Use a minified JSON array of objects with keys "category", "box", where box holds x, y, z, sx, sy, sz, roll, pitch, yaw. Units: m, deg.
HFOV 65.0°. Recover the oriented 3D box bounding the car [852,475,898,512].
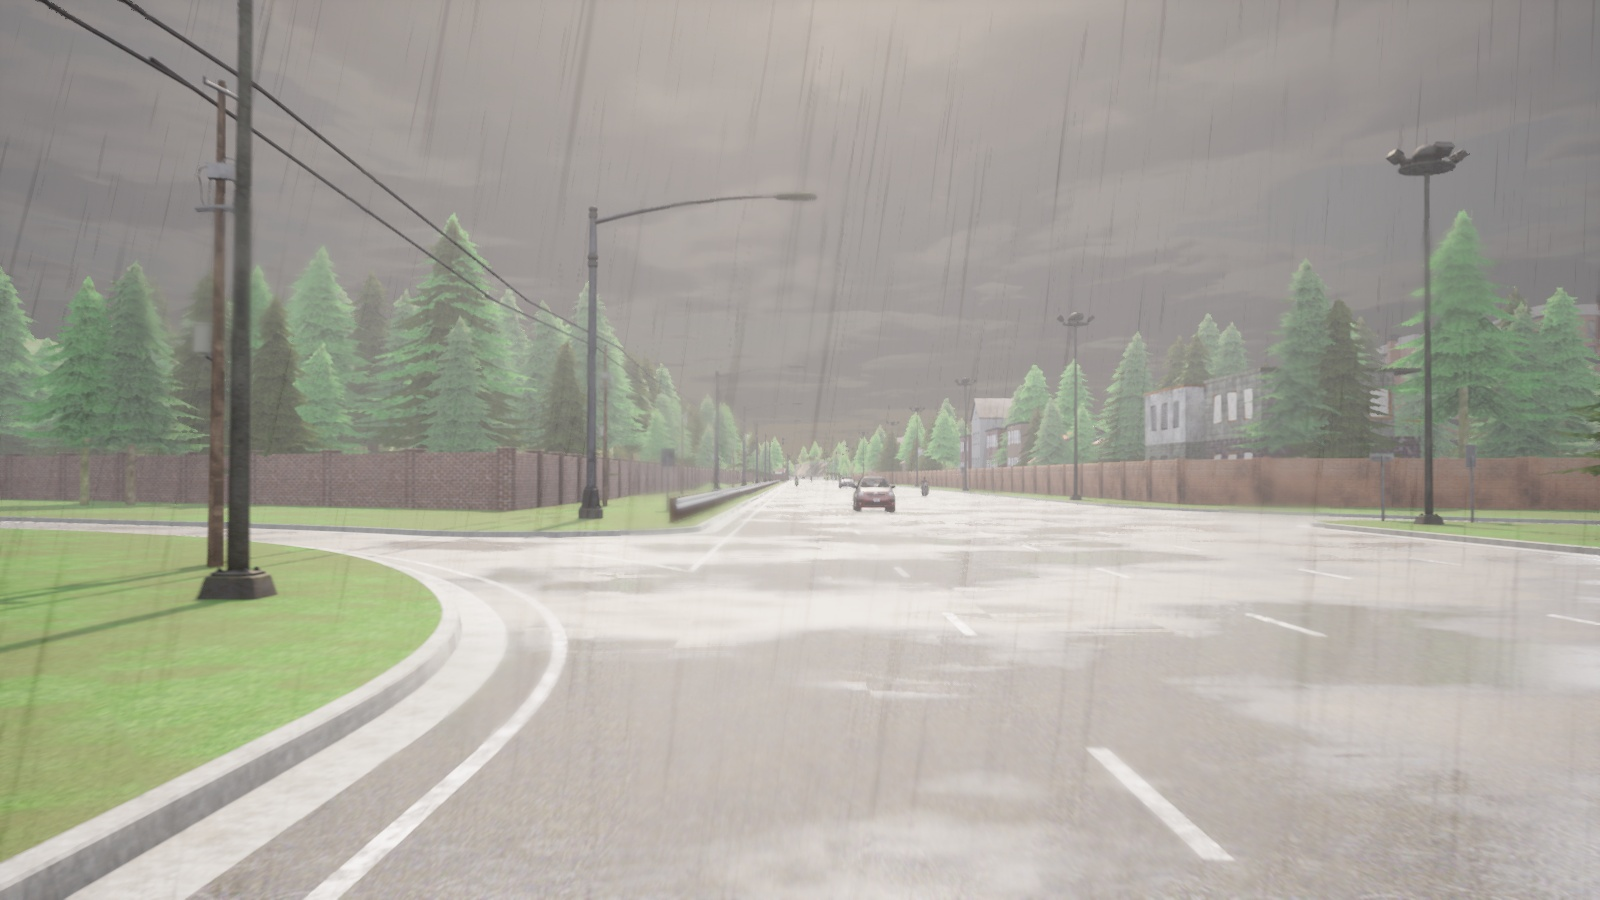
[{"category":"car","box":[3.357,1.926,56.813,1.851,1.617,3.988,0,-1,0]}]
